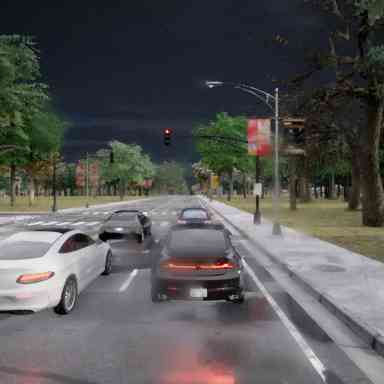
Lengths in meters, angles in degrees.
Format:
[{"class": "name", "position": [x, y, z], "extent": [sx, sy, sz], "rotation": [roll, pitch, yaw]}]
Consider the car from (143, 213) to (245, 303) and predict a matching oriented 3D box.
[{"class": "car", "position": [0.119, 1.505, 8.200], "extent": [1.837, 1.490, 4.892], "rotation": [0, 0, 0]}]

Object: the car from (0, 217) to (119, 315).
[{"class": "car", "position": [-3.134, 1.526, 7.439], "extent": [1.812, 1.442, 4.674], "rotation": [0, 0, 0]}]

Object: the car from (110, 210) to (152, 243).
[{"class": "car", "position": [-3.114, 1.566, 16.198], "extent": [1.994, 1.385, 4.181], "rotation": [0, 0, 0]}]

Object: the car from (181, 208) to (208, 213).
[{"class": "car", "position": [0.138, 1.528, 17.272], "extent": [1.812, 1.442, 4.674], "rotation": [0, 0, 0]}]
